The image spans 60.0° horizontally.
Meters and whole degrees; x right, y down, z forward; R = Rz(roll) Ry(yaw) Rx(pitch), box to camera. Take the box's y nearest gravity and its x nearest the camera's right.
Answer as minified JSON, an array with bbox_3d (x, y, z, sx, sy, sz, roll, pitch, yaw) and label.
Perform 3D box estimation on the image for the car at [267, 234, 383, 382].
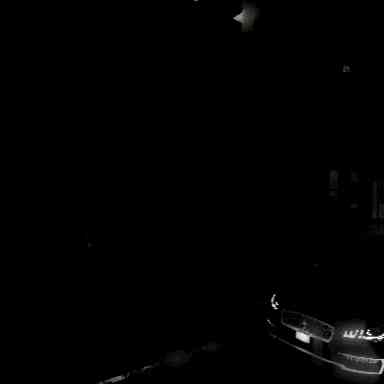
[{"bbox_3d":[3.318,1.509,5.446,4.892,1.490,1.837,0,0,-36],"label":"car"}]
